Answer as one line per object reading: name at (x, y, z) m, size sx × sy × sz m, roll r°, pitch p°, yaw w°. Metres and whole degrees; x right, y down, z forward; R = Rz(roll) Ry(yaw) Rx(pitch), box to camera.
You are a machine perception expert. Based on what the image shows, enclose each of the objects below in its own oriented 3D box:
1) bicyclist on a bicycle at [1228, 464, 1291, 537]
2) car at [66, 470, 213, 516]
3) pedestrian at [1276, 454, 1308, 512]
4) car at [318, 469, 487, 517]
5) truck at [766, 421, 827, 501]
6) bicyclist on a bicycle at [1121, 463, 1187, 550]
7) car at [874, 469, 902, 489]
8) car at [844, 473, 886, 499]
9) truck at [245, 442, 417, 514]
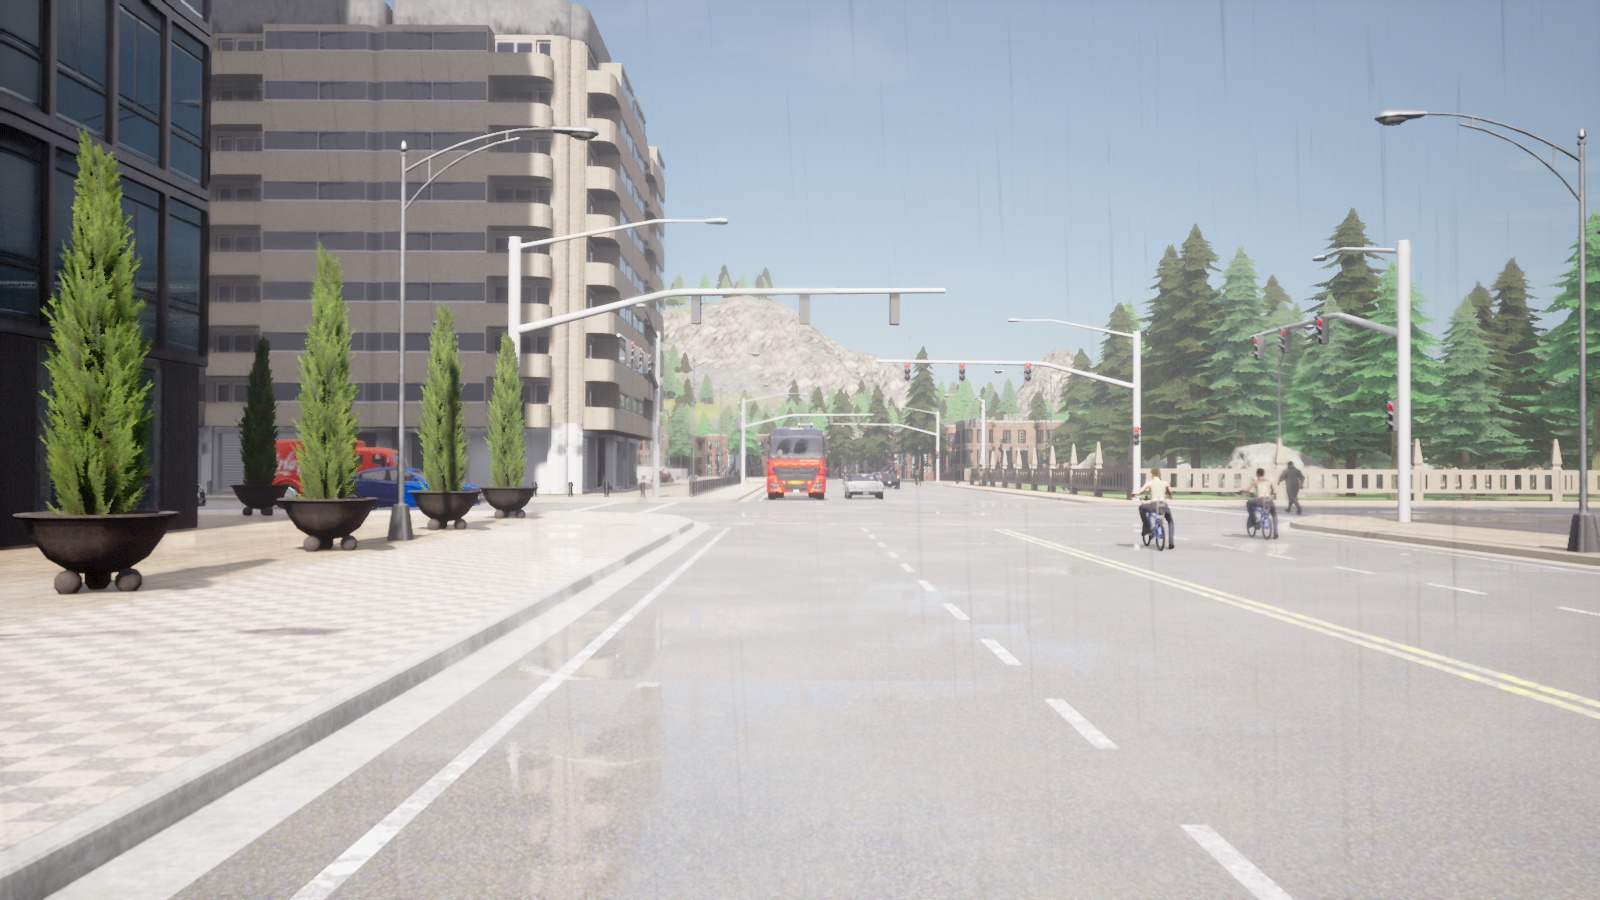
bicyclist on a bicycle at (10.417, 1.121, 28.501) m, size 0.866 × 1.612 × 1.509 m, roll 0°, pitch -1°, yaw 0°
car at (-21.811, 1.414, 41.581) m, size 3.806 × 1.475 × 1.970 m, roll 0°, pitch -1°, yaw 0°
pedestrian at (16.788, 1.107, 42.881) m, size 0.659 × 1.952 × 0.873 m, roll 0°, pitch -1°, yaw -9°
car at (-13.082, 1.391, 41.557) m, size 5.008 × 1.535 × 1.882 m, roll 0°, pitch -1°, yaw 0°
truck at (-0.178, 0.584, 64.196) m, size 2.891 × 3.827 × 8.468 m, roll 0°, pitch -1°, yaw 0°
bicyclist on a bicycle at (6.928, 1.078, 24.622) m, size 0.866 × 1.612 × 1.509 m, roll 0°, pitch 1°, yaw 0°
car at (6.741, 2.201, 96.293) m, size 1.845 × 1.501 × 3.633 m, roll 0°, pitch -1°, yaw 0°
car at (3.325, 1.848, 65.150) m, size 1.895 × 1.301 × 4.718 m, roll 0°, pitch -1°, yaw 0°
truck at (-16.739, 0.992, 45.073) m, size 5.204 × 2.467 × 2.627 m, roll 0°, pitch -1°, yaw 0°
